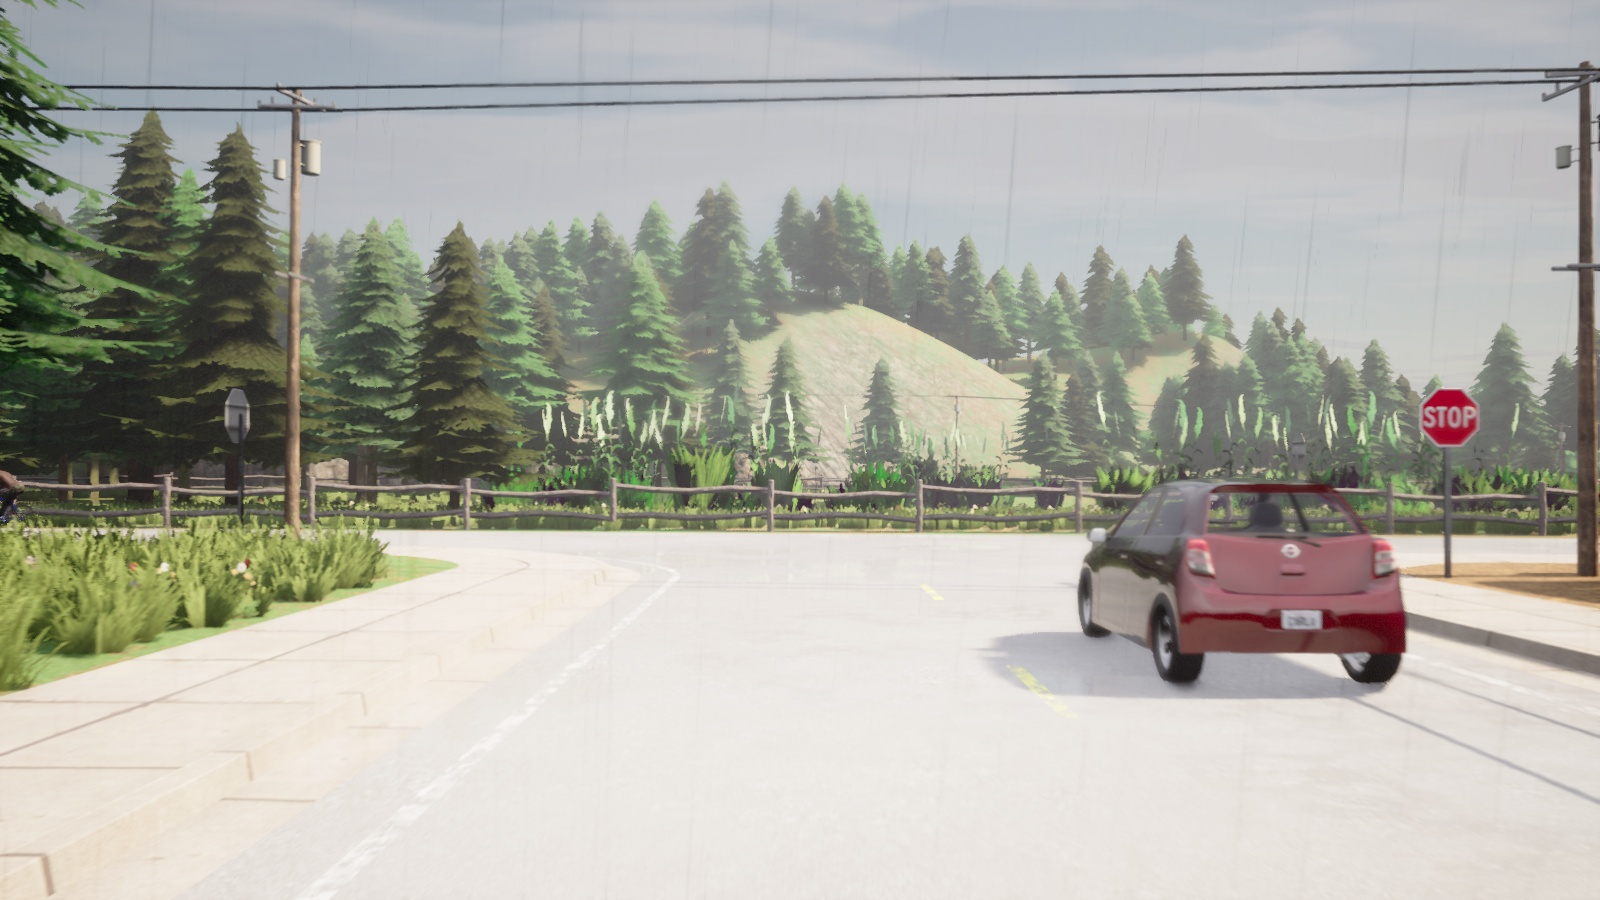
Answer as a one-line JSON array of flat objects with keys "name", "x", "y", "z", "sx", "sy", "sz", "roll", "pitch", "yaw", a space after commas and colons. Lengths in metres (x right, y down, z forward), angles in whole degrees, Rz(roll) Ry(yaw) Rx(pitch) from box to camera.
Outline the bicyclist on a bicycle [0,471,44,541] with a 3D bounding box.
[{"name": "bicyclist on a bicycle", "x": -18.588, "y": 1.296, "z": 29.238, "sx": 1.656, "sy": 1.620, "sz": 0.582, "roll": -1, "pitch": -1, "yaw": 2}]

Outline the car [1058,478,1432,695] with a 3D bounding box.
[{"name": "car", "x": 3.474, "y": 0.990, "z": 10.578, "sx": 1.845, "sy": 1.501, "sz": 3.633, "roll": 0, "pitch": -1, "yaw": 0}]
